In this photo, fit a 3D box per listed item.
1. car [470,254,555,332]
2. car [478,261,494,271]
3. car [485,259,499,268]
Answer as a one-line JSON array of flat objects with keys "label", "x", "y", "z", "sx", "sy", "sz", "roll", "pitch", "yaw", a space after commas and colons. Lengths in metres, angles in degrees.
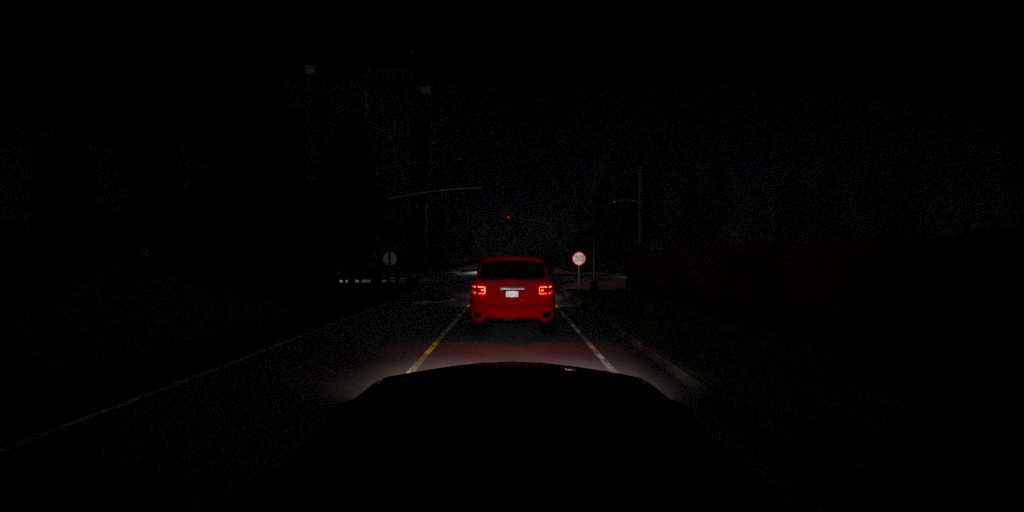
[{"label": "car", "x": 0.052, "y": 0.971, "z": 10.958, "sx": 2.150, "sy": 2.045, "sz": 5.566, "roll": 0, "pitch": 0, "yaw": 1}, {"label": "car", "x": -3.547, "y": 1.351, "z": 50.129, "sx": 1.895, "sy": 1.301, "sz": 4.718, "roll": 0, "pitch": 0, "yaw": 0}, {"label": "car", "x": -3.495, "y": 1.297, "z": 63.847, "sx": 2.033, "sy": 1.411, "sz": 5.357, "roll": 0, "pitch": 0, "yaw": 0}]
